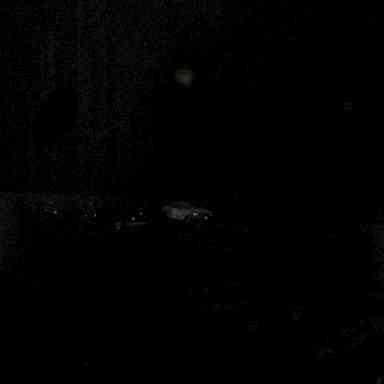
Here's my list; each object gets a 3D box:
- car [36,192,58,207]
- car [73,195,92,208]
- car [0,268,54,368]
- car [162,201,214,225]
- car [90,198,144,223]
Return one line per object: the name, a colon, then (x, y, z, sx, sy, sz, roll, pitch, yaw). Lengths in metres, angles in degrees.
car: (-19.191, 1.178, 44.020, 2.128, 1.511, 4.902, -1, 1, -35)
car: (-13.375, 1.171, 41.444, 2.128, 1.511, 4.902, -1, 1, -35)
car: (-4.016, 1.546, 3.788, 4.507, 1.381, 1.887, 0, -1, -36)
car: (-0.452, 1.384, 23.473, 1.812, 1.442, 4.674, -1, 1, -36)
car: (-5.563, 1.422, 24.977, 2.033, 1.411, 5.357, -1, 1, -36)
